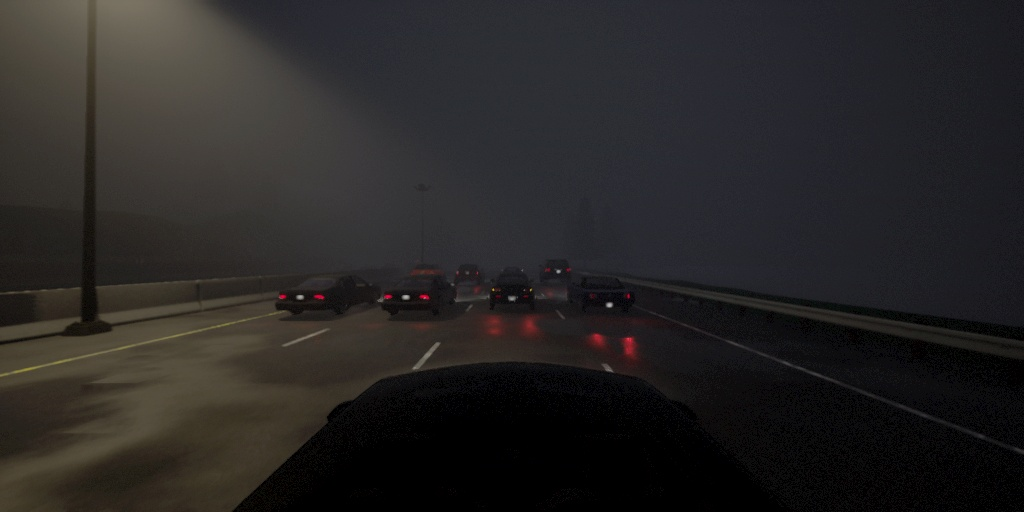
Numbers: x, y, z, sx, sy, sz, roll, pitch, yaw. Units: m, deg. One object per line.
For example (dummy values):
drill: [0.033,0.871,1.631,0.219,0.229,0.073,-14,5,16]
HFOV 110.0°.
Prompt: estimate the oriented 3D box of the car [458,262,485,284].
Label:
car: [-3.492,1.409,30.258,2.097,1.767,4.553,0,-1,0]

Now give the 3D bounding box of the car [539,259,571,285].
car: [3.499,1.273,29.415,2.150,2.045,5.566,0,0,0]

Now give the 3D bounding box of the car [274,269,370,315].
car: [-6.994,1.435,14.361,2.033,1.411,5.357,0,-1,0]

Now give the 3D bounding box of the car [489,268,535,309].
car: [0.016,1.427,15.735,1.812,1.442,4.674,0,0,0]

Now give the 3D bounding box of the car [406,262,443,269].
car: [-6.992,1.409,30.257,2.097,1.767,4.553,0,-1,0]

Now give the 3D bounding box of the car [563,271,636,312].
car: [3.512,1.495,15.082,1.895,1.301,4.718,0,-1,0]

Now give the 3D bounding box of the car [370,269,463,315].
car: [-3.495,1.434,14.349,2.033,1.411,5.357,0,-1,0]
